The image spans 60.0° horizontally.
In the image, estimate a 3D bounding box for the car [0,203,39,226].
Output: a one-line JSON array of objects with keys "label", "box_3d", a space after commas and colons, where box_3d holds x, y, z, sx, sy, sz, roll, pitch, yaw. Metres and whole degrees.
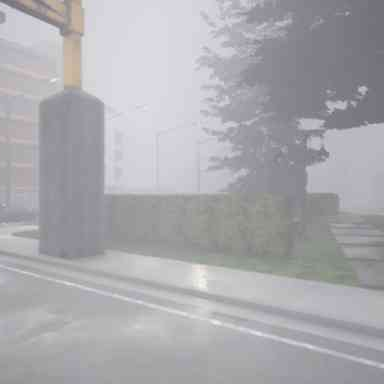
[{"label": "car", "box_3d": [-12.260, 1.508, 22.654, 2.128, 1.511, 4.902, 0, 0, 36]}]
